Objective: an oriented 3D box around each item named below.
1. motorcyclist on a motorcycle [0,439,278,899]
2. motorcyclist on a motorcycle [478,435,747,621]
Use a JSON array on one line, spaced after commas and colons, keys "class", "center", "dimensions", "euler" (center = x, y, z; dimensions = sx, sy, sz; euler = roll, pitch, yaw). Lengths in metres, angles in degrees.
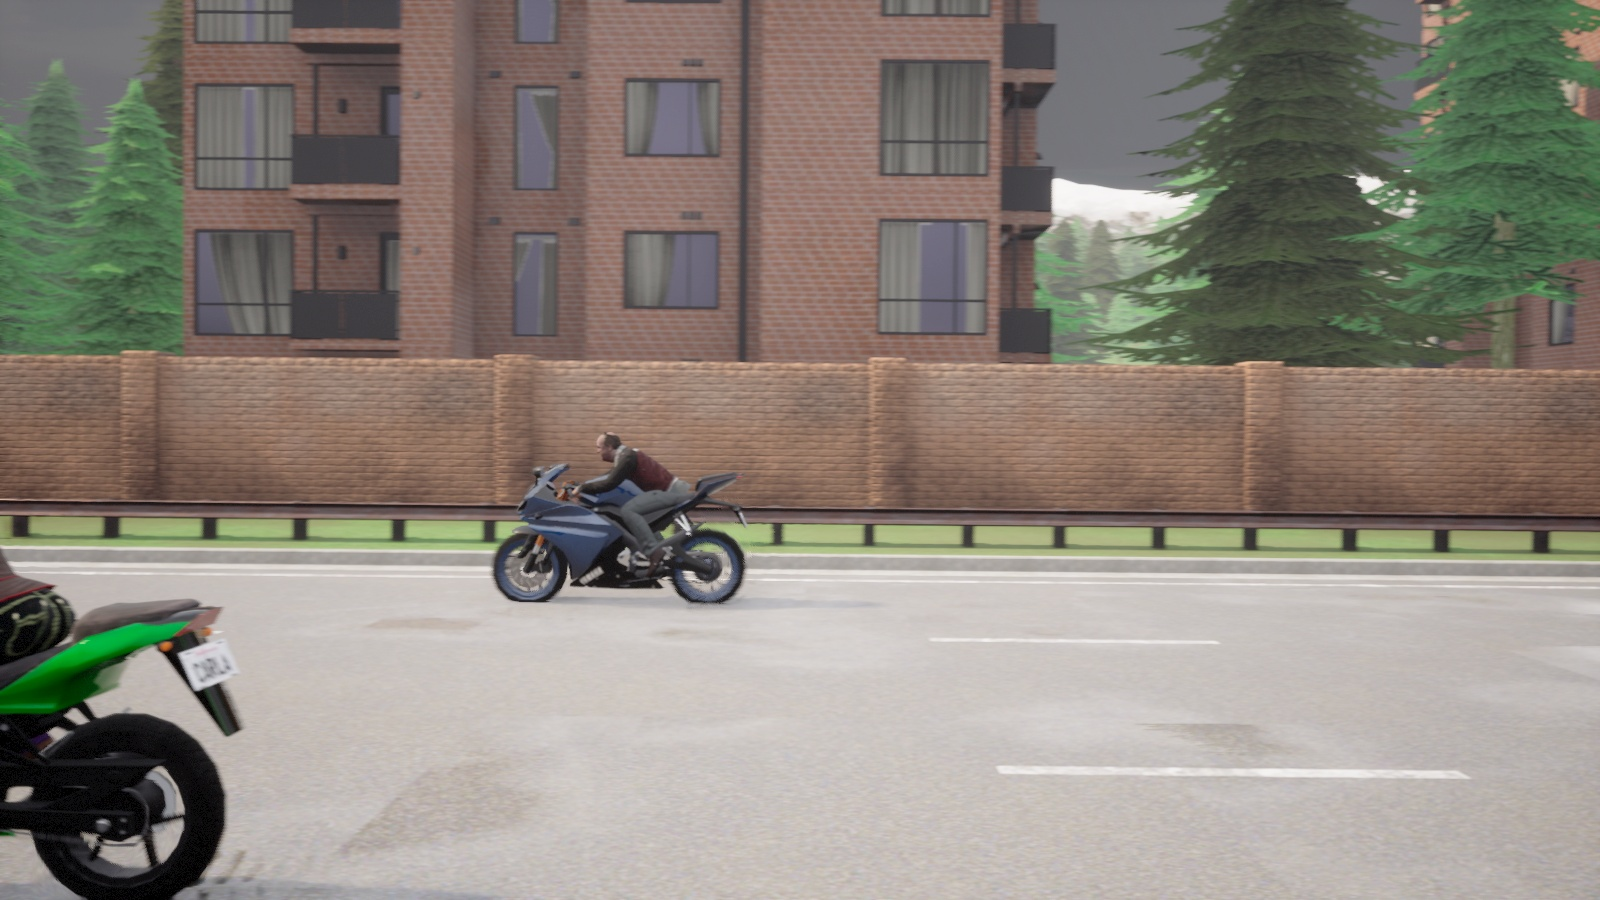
[{"class": "motorcyclist on a motorcycle", "center": [-2.855, 0.741, 3.981], "dimensions": [2.044, 1.523, 0.797], "euler": [-1, 1, 1]}, {"class": "motorcyclist on a motorcycle", "center": [-1.588, 0.653, 10.970], "dimensions": [2.191, 1.530, 0.866], "euler": [-1, 1, 1]}]
